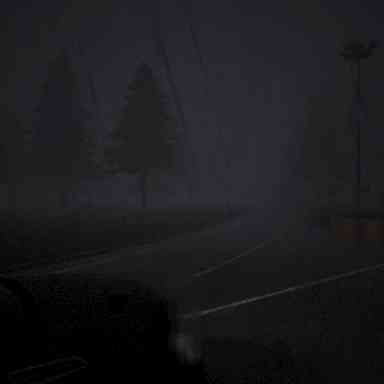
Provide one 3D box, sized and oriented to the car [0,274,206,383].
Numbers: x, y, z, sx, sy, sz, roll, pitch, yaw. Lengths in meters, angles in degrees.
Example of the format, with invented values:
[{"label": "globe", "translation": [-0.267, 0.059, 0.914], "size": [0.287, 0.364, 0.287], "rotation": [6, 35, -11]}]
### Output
[{"label": "car", "translation": [-2.538, 1.223, 1.938], "size": [5.566, 2.045, 2.150], "rotation": [0, 0, -36]}]
